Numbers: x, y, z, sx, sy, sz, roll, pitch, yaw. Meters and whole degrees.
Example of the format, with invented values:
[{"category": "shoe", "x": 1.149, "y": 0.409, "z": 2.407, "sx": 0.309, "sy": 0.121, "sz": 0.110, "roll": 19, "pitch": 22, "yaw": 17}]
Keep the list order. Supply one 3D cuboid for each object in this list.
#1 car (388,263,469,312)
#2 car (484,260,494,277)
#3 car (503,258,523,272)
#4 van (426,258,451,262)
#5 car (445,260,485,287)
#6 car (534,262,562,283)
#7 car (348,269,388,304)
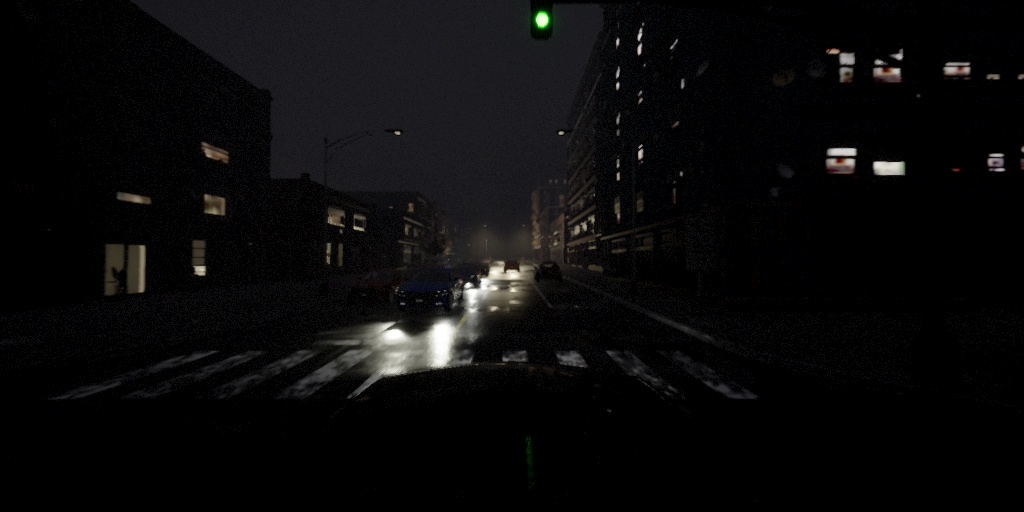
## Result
[{"category": "car", "x": -3.089, "y": 1.203, "z": 14.396, "sx": 1.882, "sy": 1.535, "sz": 5.008, "roll": 0, "pitch": 0, "yaw": 0}, {"category": "car", "x": -3.075, "y": 1.287, "z": 34.096, "sx": 1.895, "sy": 1.301, "sz": 4.718, "roll": 0, "pitch": 0, "yaw": 0}, {"category": "car", "x": 0.002, "y": 1.145, "z": 43.423, "sx": 1.882, "sy": 1.535, "sz": 5.008, "roll": 0, "pitch": 0, "yaw": 0}, {"category": "van", "x": -5.689, "y": 1.039, "z": 27.540, "sx": 1.690, "sy": 1.789, "sz": 3.998, "roll": 0, "pitch": 0, "yaw": 0}, {"category": "car", "x": -3.084, "y": 1.231, "z": 24.181, "sx": 1.812, "sy": 1.442, "sz": 4.674, "roll": 0, "pitch": 0, "yaw": 0}, {"category": "car", "x": 2.692, "y": 1.138, "z": 27.600, "sx": 1.967, "sy": 1.591, "sz": 4.097, "roll": 0, "pitch": 0, "yaw": 0}, {"category": "car", "x": -5.766, "y": 1.266, "z": 16.171, "sx": 1.888, "sy": 1.381, "sz": 4.507, "roll": 0, "pitch": 0, "yaw": 0}]
